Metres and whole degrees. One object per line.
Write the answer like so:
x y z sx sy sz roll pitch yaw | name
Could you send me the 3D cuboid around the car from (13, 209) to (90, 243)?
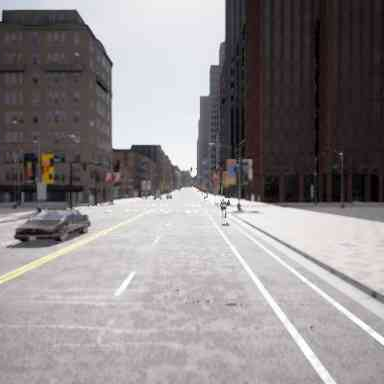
-6.603 1.535 16.430 2.033 1.411 5.357 0 0 0 | car
